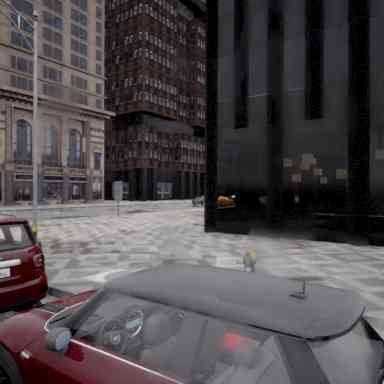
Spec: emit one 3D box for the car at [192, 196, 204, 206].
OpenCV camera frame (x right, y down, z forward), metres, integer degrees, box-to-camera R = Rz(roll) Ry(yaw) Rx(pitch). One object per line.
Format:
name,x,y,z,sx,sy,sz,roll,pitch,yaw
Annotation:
car,1.930,1.374,52.075,2.128,1.511,4.902,0,0,36

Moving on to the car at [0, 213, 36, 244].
car,-4.821,1.314,6.396,5.009,1.841,2.192,0,0,35

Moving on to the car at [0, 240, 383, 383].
car,-0.259,1.440,3.144,4.097,1.590,1.967,0,0,35
